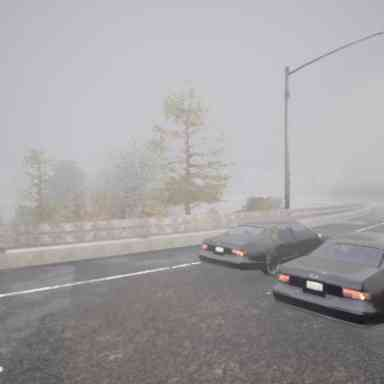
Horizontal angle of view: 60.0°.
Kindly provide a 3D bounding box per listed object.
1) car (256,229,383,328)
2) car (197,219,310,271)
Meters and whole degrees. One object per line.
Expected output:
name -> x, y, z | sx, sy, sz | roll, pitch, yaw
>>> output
car -> 3.914, 1.570, 7.002 | 5.357, 1.411, 2.033 | 0, 0, -40
car -> 2.642, 1.584, 10.491 | 5.357, 1.411, 2.033 | 0, 0, -40
